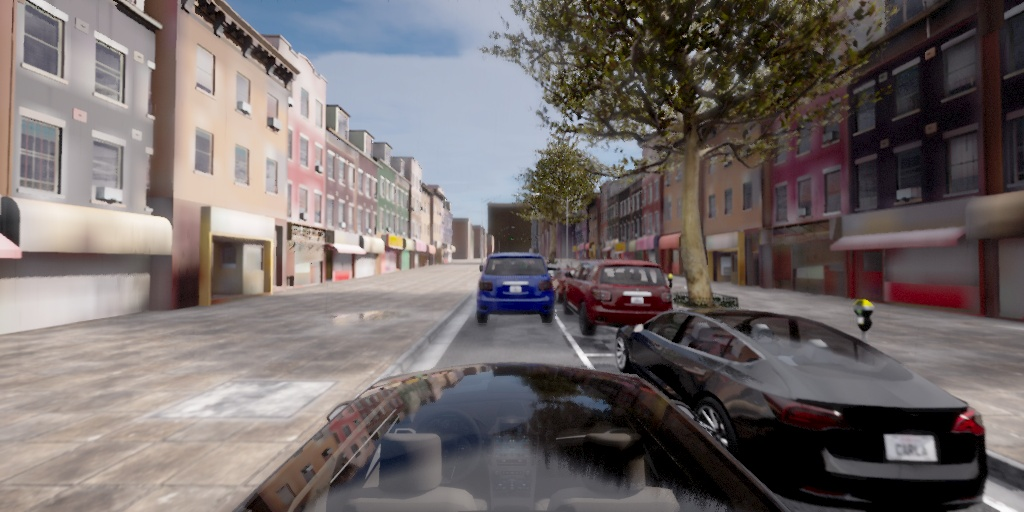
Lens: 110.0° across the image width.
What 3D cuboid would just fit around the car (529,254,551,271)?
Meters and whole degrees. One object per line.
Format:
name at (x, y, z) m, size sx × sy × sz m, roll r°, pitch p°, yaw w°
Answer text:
car at (3.013, 0.710, 39.872) m, size 2.097 × 1.767 × 4.553 m, roll 0°, pitch 1°, yaw 0°

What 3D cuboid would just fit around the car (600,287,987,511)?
car at (2.642, 1.297, 4.477) m, size 1.948 × 1.339 × 4.313 m, roll 0°, pitch 0°, yaw 0°

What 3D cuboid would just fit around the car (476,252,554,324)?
car at (0.072, 0.896, 11.790) m, size 2.150 × 2.045 × 5.566 m, roll 0°, pitch 1°, yaw 0°

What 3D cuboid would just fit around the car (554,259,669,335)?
car at (2.645, 1.002, 10.037) m, size 2.192 × 1.841 × 5.009 m, roll 0°, pitch 0°, yaw 0°
